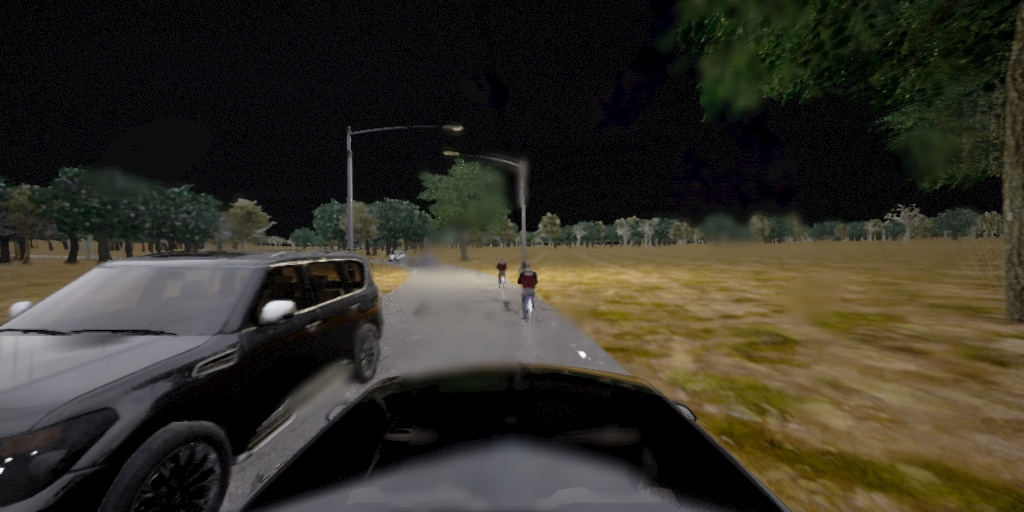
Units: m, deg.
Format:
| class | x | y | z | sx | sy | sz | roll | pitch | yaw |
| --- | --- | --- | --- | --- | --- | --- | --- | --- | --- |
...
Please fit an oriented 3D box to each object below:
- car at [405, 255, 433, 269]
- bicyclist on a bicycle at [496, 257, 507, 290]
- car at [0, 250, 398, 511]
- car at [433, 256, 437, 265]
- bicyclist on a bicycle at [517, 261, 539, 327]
| class | x | y | z | sx | sy | sz | roll | pitch | yaw |
| --- | --- | --- | --- | --- | --- | --- | --- | --- | --- |
| car | -11.792 | 0.789 | 45.247 | 2.033 | 1.411 | 5.357 | -1 | 1 | -22 |
| bicyclist on a bicycle | -0.566 | 0.923 | 19.210 | 0.659 | 1.776 | 1.843 | 0 | 1 | -8 |
| car | -3.208 | 0.951 | 3.996 | 2.150 | 2.045 | 5.566 | 0 | 1 | -2 |
| car | -12.717 | 0.606 | 54.676 | 1.812 | 1.442 | 4.674 | -1 | 1 | -27 |
| bicyclist on a bicycle | 0.435 | 1.025 | 10.145 | 0.659 | 1.776 | 1.843 | 0 | 1 | -4 |
